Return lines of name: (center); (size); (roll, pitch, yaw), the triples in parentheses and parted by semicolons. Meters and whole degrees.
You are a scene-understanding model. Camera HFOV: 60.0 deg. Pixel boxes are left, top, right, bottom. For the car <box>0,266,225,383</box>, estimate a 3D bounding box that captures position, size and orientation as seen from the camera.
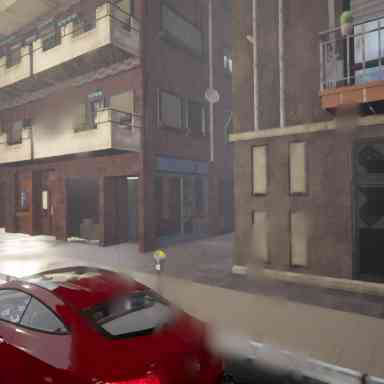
car: (-1.613, 1.583, 3.999); (4.206, 1.307, 1.802); (0, -1, 36)
